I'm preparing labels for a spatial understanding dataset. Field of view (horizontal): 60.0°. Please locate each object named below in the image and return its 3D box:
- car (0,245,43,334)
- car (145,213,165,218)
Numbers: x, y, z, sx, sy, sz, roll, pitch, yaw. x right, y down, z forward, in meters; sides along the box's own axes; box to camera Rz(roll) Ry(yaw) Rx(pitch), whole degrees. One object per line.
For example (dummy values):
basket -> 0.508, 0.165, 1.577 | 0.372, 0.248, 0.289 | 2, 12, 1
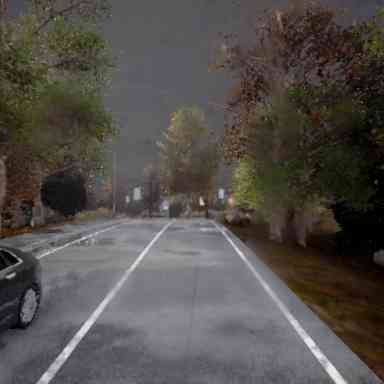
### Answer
car -> -3.599, 1.497, 4.118 | 1.837, 1.490, 4.892 | 0, 0, 0
car -> -9.102, 5.745, 81.173 | 4.718, 1.301, 1.895 | 3, -5, -21
